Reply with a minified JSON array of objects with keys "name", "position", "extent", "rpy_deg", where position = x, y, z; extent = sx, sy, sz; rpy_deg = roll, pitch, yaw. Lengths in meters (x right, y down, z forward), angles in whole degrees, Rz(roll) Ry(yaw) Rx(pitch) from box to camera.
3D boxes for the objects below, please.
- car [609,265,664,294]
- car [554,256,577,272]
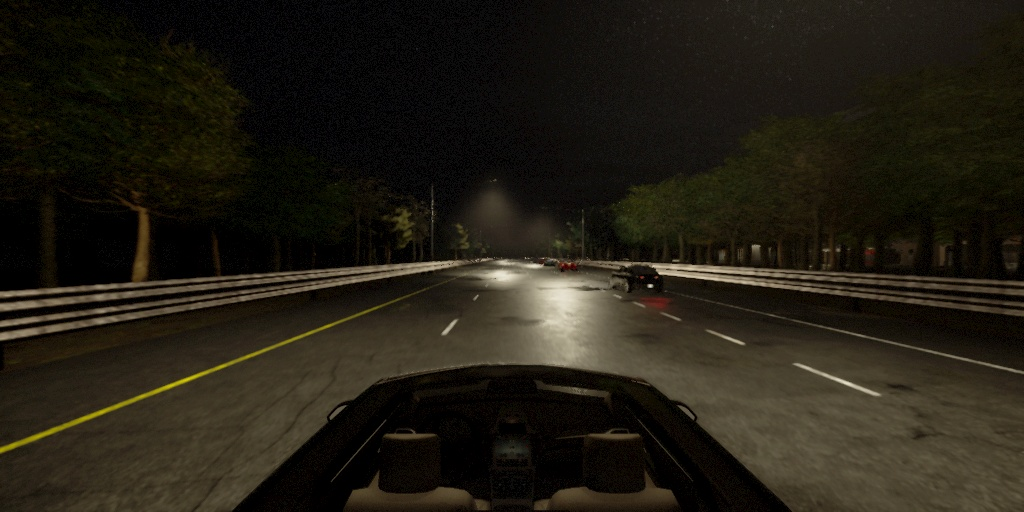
[{"name":"car","position":[7.011,1.272,20.590],"extent":[1.837,1.490,4.892],"rpy_deg":[0,0,0]},{"name":"car","position":[7.078,1.149,46.451],"extent":[2.097,1.767,4.553],"rpy_deg":[0,0,0]}]
